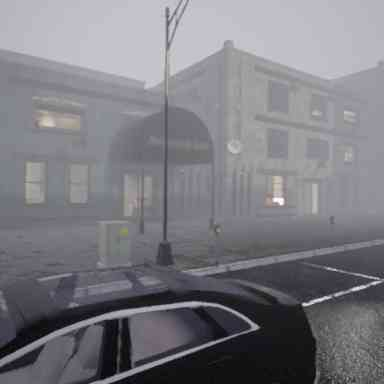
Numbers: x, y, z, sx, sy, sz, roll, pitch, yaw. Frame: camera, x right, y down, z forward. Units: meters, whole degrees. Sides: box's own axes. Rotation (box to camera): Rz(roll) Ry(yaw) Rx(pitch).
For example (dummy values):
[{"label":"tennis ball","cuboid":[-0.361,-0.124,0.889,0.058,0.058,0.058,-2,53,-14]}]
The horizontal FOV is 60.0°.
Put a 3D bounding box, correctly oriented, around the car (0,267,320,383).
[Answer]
[{"label":"car","cuboid":[-1.065,1.483,2.618,4.902,1.511,2.128,0,0,-34]}]
